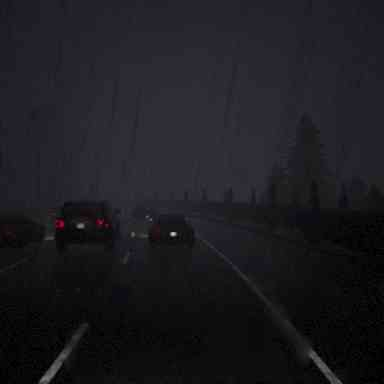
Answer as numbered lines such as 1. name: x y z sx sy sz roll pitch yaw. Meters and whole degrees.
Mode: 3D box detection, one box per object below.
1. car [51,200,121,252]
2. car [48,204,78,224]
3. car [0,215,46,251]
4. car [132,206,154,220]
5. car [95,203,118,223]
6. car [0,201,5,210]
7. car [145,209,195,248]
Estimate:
1. car: -4.484 1.369 14.936 2.150 2.045 5.566 0 0 -8
2. car: -11.237 1.872 29.313 2.033 1.411 5.357 0 -1 -17
3. car: -7.995 1.721 14.714 1.994 1.385 4.181 0 -1 -8
4. car: -4.572 1.931 31.448 1.895 1.301 4.718 0 -1 -17
5. car: -7.982 1.838 30.618 1.837 1.490 4.892 0 0 -17
6. car: -33.532 2.309 57.167 1.812 1.442 4.674 0 -1 -37
7. car: -1.061 1.719 15.680 1.994 1.385 4.181 0 -1 -8
